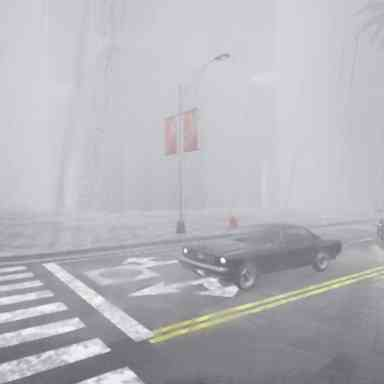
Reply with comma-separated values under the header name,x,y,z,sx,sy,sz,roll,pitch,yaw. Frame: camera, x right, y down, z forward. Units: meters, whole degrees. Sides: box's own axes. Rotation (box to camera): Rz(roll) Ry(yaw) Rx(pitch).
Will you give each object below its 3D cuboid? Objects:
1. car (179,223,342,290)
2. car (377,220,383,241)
name,x,y,z,sx,sy,sz,roll,pitch,yaw
car,2.001,1.564,9.104,4.718,1.301,1.895,0,0,-36
car,10.197,1.416,14.942,4.902,1.511,2.128,0,0,-35
